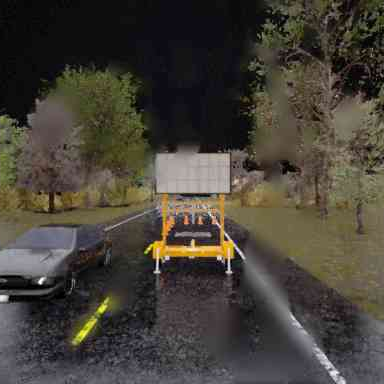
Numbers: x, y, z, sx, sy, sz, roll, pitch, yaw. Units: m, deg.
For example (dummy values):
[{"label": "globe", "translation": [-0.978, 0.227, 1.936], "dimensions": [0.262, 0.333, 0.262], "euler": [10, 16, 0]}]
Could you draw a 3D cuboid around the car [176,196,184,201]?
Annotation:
[{"label": "car", "translation": [-3.196, 1.808, 89.435], "dimensions": [1.895, 1.301, 4.718], "euler": [0, 0, 0]}]

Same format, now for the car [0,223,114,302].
[{"label": "car", "translation": [-3.472, 1.551, 8.711], "dimensions": [2.033, 1.411, 5.357], "euler": [0, 0, 0]}]

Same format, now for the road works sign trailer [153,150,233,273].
[{"label": "road works sign trailer", "translation": [0.040, 0.469, 10.645], "dimensions": [2.380, 3.560, 2.880], "euler": [0, 0, 0]}]
